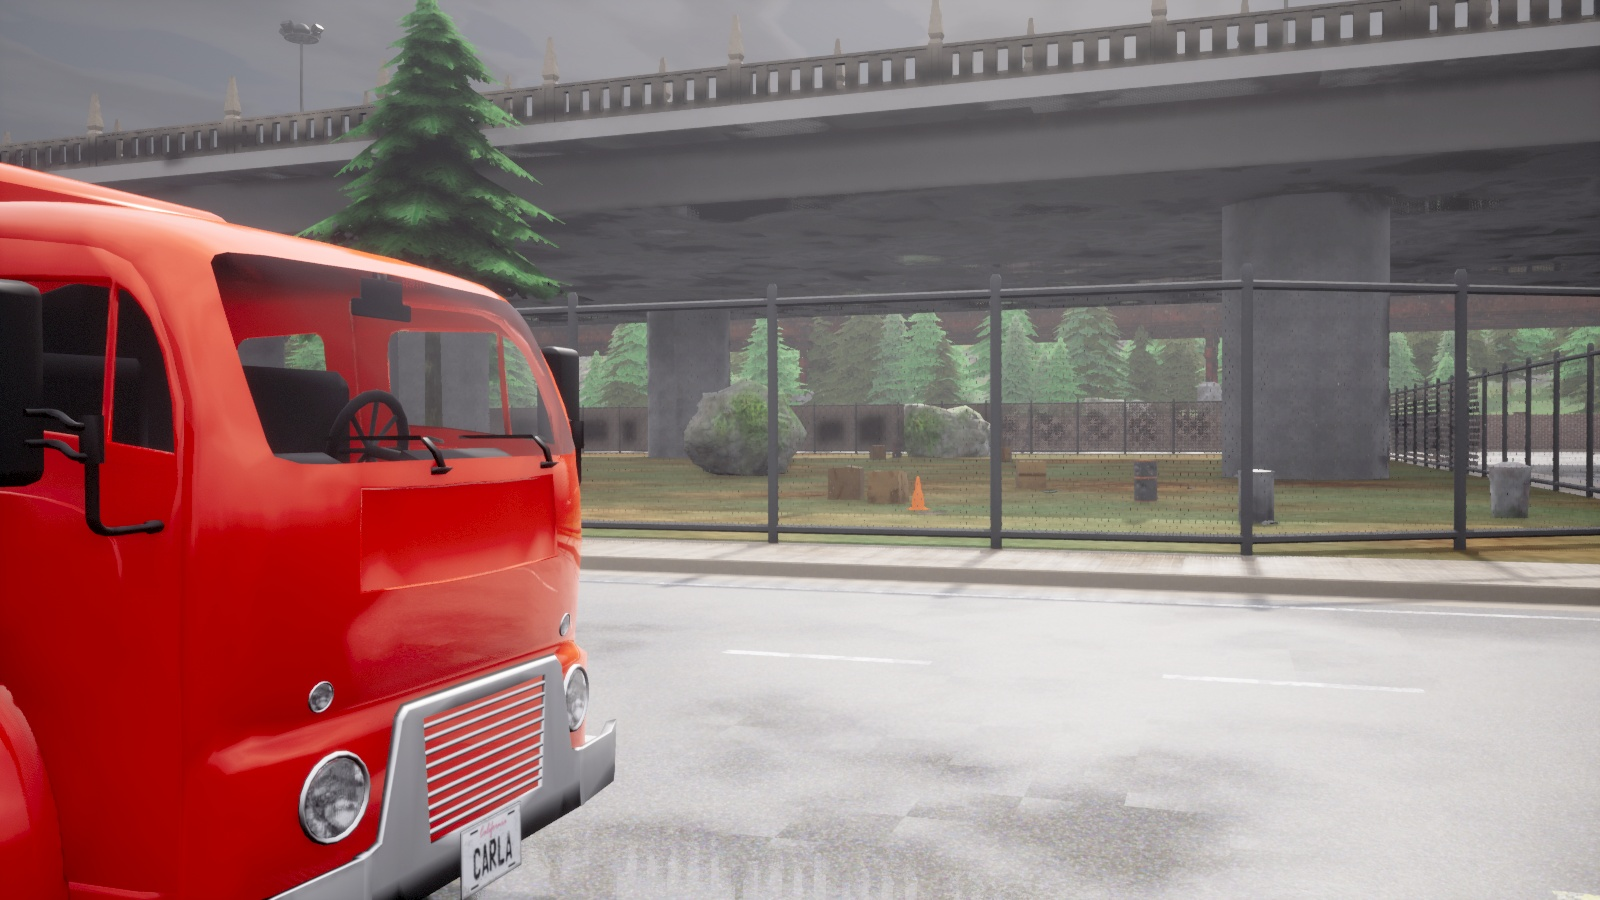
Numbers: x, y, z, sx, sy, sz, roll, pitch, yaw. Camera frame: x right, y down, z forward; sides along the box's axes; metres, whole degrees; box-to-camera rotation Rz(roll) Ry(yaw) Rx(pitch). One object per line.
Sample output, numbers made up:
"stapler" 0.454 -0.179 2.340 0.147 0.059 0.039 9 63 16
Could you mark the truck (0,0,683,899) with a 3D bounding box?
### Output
"truck" -3.327 0.258 4.304 5.204 2.467 2.627 1 1 19
